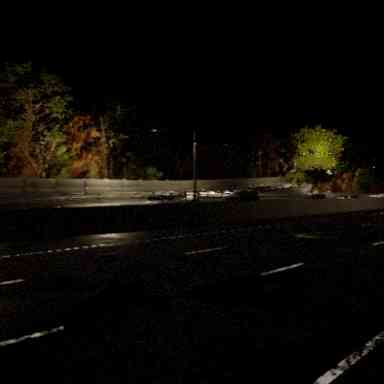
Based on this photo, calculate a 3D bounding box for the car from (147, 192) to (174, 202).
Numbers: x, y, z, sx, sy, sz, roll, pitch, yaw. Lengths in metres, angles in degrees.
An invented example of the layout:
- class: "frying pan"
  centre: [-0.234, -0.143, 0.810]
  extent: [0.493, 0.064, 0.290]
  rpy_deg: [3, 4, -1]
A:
- class: "car"
  centre: [-4.557, 0.665, 49.531]
  extent: [2.033, 1.411, 5.357]
  rpy_deg: [0, 1, 26]

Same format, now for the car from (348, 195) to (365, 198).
- class: "car"
  centre: [24.803, 1.340, 49.816]
  extent: [5.357, 1.411, 2.033]
  rpy_deg: [0, 0, -41]

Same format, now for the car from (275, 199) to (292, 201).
- class: "car"
  centre: [10.024, 1.405, 36.984]
  extent: [4.718, 1.301, 1.895]
  rpy_deg: [0, 0, -41]

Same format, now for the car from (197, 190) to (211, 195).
- class: "car"
  centre: [2.533, 0.306, 64.321]
  extent: [2.128, 1.511, 4.902]
  rpy_deg: [0, 2, 27]

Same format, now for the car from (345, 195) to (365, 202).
- class: "car"
  centre: [32.075, 1.259, 65.413]
  extent: [4.674, 1.442, 1.812]
  rpy_deg: [0, 0, -41]

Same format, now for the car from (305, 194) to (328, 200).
- class: "car"
  centre: [20.795, 1.094, 55.591]
  extent: [4.553, 1.767, 2.097]
  rpy_deg: [0, 0, -41]

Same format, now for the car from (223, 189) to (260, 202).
- class: "car"
  centre: [6.505, 0.977, 43.188]
  extent: [5.566, 2.045, 2.150]
  rpy_deg: [0, 0, -41]
